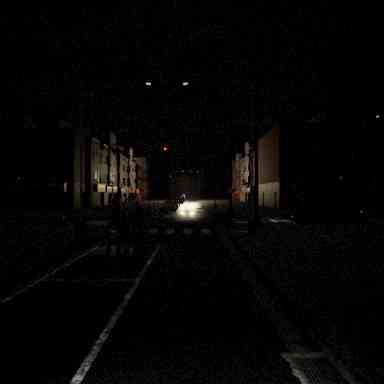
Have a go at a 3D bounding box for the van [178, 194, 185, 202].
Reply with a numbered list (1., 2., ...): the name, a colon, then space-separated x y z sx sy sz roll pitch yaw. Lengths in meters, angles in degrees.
1. van: -2.638 1.527 83.436 1.690 1.788 3.998 0 0 0

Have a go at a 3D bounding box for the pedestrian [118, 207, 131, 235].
1. pedestrian: -3.602 1.586 17.731 0.375 1.300 0.375 0 0 0

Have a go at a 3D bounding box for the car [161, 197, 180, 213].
1. car: -2.635 1.570 38.423 1.752 1.417 4.829 0 0 0

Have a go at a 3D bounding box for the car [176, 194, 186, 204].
1. car: -2.637 1.546 61.014 1.967 1.590 4.097 0 0 0

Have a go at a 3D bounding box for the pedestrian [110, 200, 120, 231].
1. pedestrian: -4.167 1.306 18.329 0.375 1.860 0.375 0 0 0

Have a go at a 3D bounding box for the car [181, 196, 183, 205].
1. car: -2.636 1.654 49.803 1.802 1.307 4.206 0 0 0

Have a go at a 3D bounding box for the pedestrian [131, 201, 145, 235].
1. pedestrian: -2.788 1.305 17.130 0.375 1.860 0.375 0 0 0

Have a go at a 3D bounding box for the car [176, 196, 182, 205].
1. car: -2.635 1.603 44.197 1.887 1.381 4.507 0 0 0

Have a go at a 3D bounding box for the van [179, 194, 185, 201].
1. van: -2.638 1.550 89.042 1.690 1.788 3.998 0 0 0

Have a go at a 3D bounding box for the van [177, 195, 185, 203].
1. van: -2.637 1.506 77.831 1.690 1.788 3.998 0 0 0

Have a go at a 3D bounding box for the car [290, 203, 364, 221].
1. car: 10.644 1.556 26.409 5.357 1.411 2.033 0 0 0
